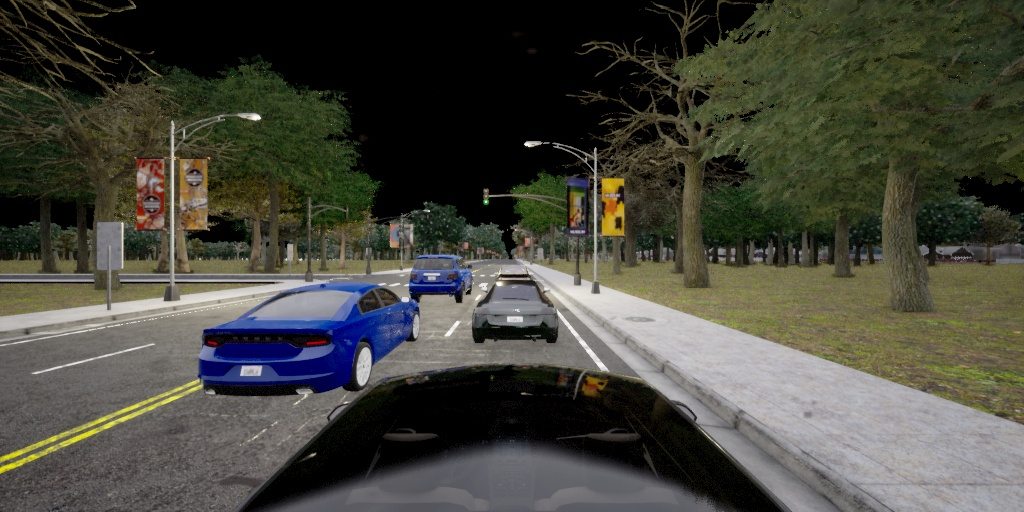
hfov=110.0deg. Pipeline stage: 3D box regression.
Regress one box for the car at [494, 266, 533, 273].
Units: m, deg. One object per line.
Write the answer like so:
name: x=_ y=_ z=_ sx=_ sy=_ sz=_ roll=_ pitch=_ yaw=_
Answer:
car: x=0.098 y=1.245 z=18.726 sx=2.128 sy=1.511 sz=4.902 roll=0 pitch=0 yaw=0

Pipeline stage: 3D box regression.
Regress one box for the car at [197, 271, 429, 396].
car: x=-3.150 y=1.228 z=6.782 sx=1.882 sy=1.535 sz=5.008 roll=0 pitch=0 yaw=0

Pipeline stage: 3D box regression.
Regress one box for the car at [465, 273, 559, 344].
car: x=0.093 y=1.315 z=9.626 sx=1.994 sy=1.385 sz=4.181 roll=0 pitch=0 yaw=1

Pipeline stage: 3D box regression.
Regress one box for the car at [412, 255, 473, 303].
car: x=-3.152 y=0.974 z=16.788 sx=2.150 sy=2.045 sz=5.566 roll=0 pitch=0 yaw=0
